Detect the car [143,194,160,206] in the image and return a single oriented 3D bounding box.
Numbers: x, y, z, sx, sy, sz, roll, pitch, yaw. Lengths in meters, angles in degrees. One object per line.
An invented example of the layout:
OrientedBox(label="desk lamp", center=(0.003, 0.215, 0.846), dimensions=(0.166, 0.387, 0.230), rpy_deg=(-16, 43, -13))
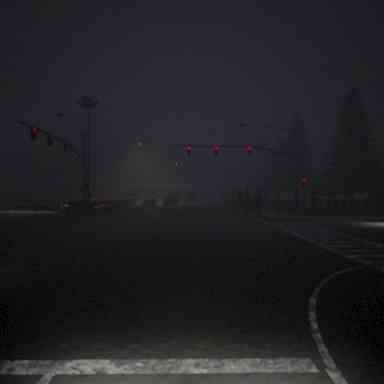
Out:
OrientedBox(label="car", center=(-7.009, 1.571, 55.868), dimensions=(1.994, 1.385, 4.181), rpy_deg=(0, 1, 0))

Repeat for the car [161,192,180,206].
OrientedBox(label="car", center=(-3.503, 1.370, 54.865), dimensions=(2.097, 1.767, 4.553), rpy_deg=(0, 0, 0))

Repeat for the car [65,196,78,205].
OrientedBox(label="car", center=(-21.178, 1.473, 59.539), dimensions=(2.033, 1.411, 5.357), rpy_deg=(0, 2, 0))

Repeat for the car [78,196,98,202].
OrientedBox(label="car", center=(-17.687, 1.491, 58.014), dimensions=(1.812, 1.442, 4.674), rpy_deg=(0, 1, 0))

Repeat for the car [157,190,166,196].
OrientedBox(label="car", center=(-7.259, 0.166, 78.606), dimensions=(1.882, 1.535, 5.008), rpy_deg=(0, 7, 0))

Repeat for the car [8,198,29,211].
OrientedBox(label="car", center=(-21.147, 1.552, 41.894), dimensions=(1.812, 1.442, 4.674), rpy_deg=(0, 0, 0))

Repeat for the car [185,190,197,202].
OrientedBox(label="car", center=(-0.182, 0.831, 67.084), dimensions=(2.150, 2.045, 5.566), rpy_deg=(0, 3, 0))

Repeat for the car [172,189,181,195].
OrientedBox(label="car", center=(-3.758, 0.064, 78.413), dimensions=(2.097, 1.767, 4.553), rpy_deg=(0, 7, 0))

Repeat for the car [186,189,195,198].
OrientedBox(label="car", center=(-0.252, 0.345, 77.508), dimensions=(2.033, 1.411, 5.357), rpy_deg=(0, 7, 0))

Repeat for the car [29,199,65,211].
OrientedBox(label="car", center=(-17.651, 1.551, 40.750), dimensions=(1.812, 1.442, 4.674), rpy_deg=(0, 0, 0))
